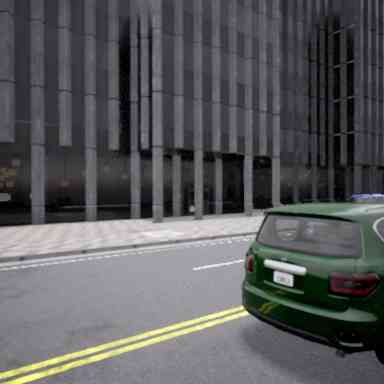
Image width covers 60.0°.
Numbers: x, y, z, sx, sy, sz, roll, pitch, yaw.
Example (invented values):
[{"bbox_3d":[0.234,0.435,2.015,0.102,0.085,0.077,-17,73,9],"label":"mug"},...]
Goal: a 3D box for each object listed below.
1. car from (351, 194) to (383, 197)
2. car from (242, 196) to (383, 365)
[{"bbox_3d":[9.976,1.146,18.785,5.566,2.045,2.150,0,0,-35],"label":"car"},{"bbox_3d":[3.357,1.198,5.834,5.566,2.045,2.150,0,0,-36],"label":"car"}]
